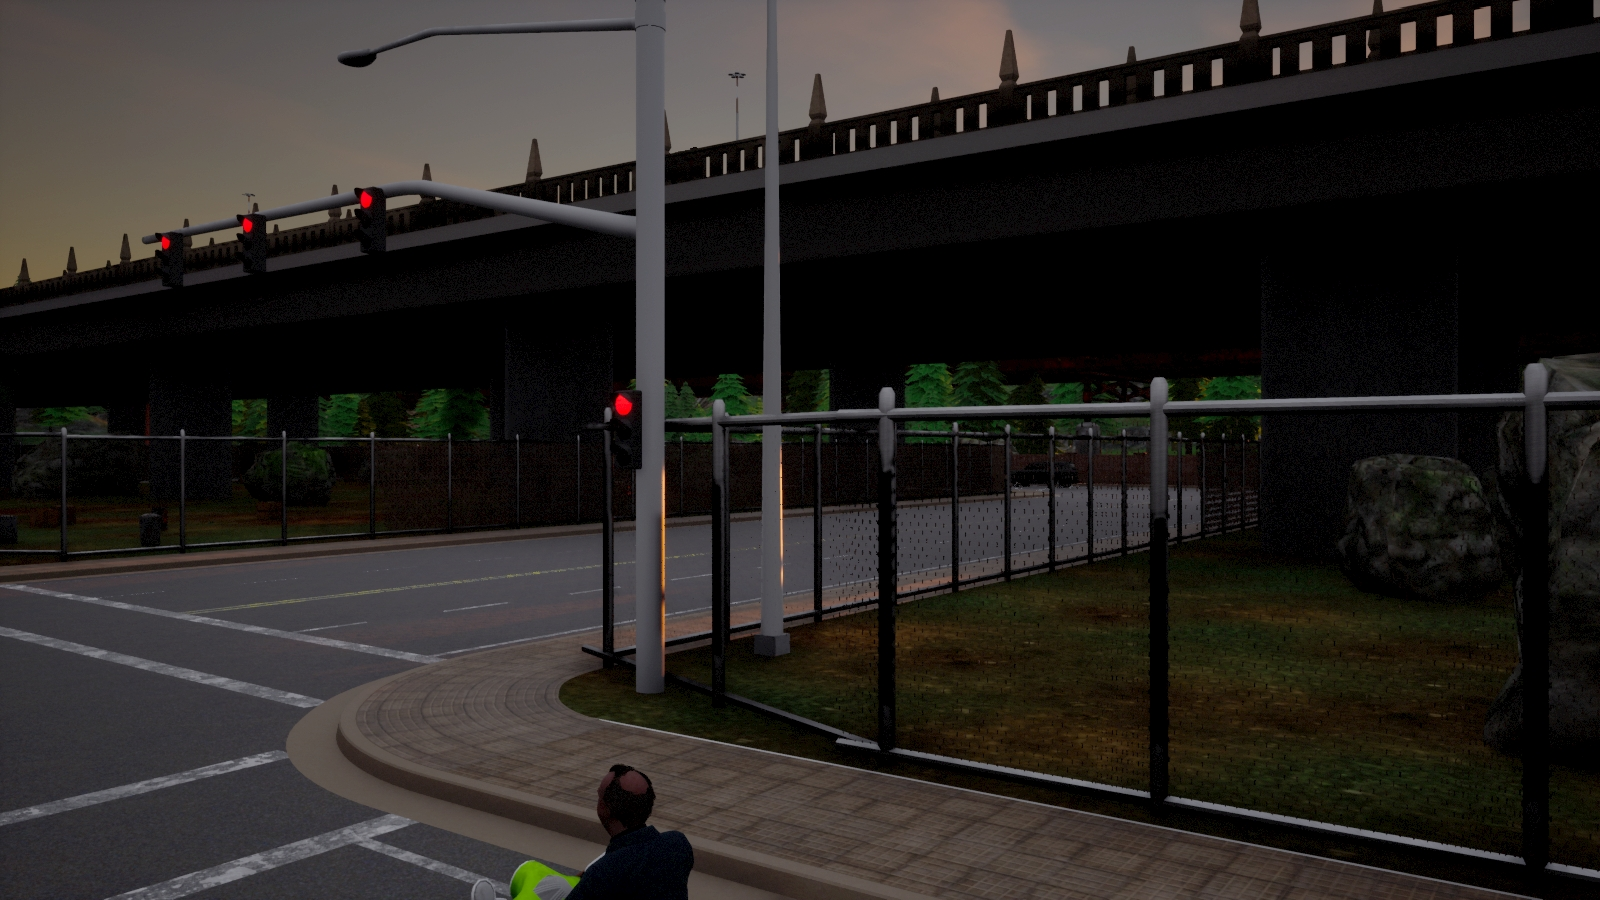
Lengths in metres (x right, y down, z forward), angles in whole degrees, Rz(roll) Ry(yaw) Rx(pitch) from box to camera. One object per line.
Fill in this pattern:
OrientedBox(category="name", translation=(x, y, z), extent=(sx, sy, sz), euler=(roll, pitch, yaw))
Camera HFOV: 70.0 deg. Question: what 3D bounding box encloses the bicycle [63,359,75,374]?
OrientedBox(category="bicycle", translation=(-68.524, -7.844, 107.099), extent=(1.643, 1.296, 0.373), euler=(0, 0, 36))
